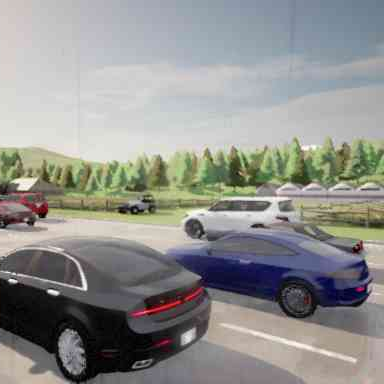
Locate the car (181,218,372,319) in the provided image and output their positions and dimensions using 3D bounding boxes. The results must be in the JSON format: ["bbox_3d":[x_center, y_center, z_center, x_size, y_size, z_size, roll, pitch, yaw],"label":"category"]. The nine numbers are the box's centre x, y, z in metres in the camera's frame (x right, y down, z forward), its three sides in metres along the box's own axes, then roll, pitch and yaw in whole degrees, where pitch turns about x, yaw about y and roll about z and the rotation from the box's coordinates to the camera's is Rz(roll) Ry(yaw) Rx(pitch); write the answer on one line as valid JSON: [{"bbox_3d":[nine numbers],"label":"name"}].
[{"bbox_3d":[1.323,1.530,7.354,4.674,1.442,1.812,0,0,36],"label":"car"}]

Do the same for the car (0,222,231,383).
[{"bbox_3d":[-2.010,1.490,5.439,4.892,1.490,1.837,0,0,36],"label":"car"}]

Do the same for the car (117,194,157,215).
[{"bbox_3d":[-5.071,1.162,31.431,1.905,1.878,3.866,0,0,36],"label":"car"}]

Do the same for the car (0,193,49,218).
[{"bbox_3d":[-13.853,1.120,26.879,5.566,2.045,2.150,0,0,36],"label":"car"}]

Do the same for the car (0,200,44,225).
[{"bbox_3d":[-11.648,1.442,20.967,4.674,1.442,1.812,0,0,36],"label":"car"}]

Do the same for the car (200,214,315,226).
[{"bbox_3d":[2.737,1.612,10.648,4.718,1.301,1.895,0,0,36],"label":"car"}]

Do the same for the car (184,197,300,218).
[{"bbox_3d":[2.127,1.226,15.395,5.566,2.045,2.150,0,0,36],"label":"car"}]
